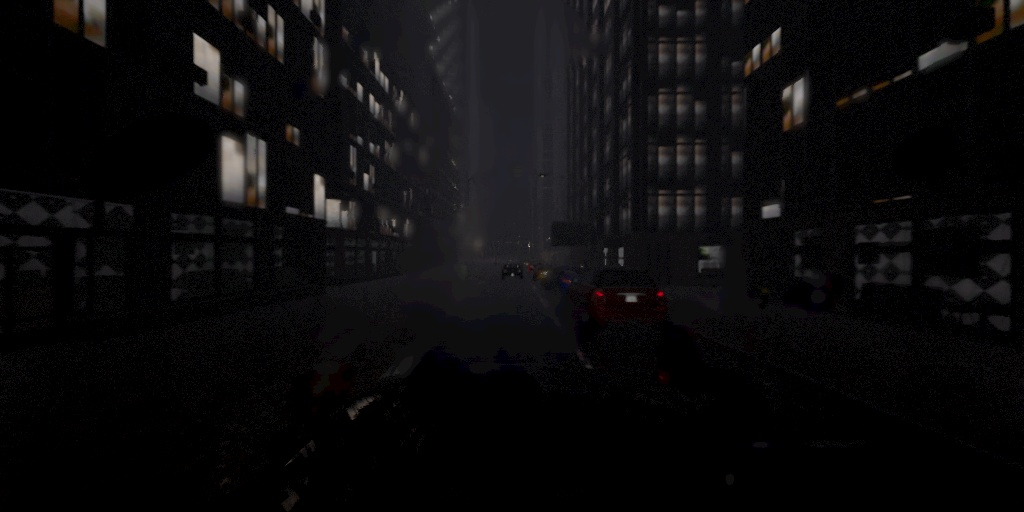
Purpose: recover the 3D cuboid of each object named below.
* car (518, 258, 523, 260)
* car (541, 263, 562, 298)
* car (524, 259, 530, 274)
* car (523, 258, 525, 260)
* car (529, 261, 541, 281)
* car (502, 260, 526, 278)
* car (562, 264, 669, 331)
[{"bbox_3d":[0.082,1.273,45.498,1.895,1.301,4.718,0,0,0],"label":"car"},{"bbox_3d":[2.906,1.248,18.395,1.812,1.442,4.674,0,0,-5],"label":"car"},{"bbox_3d":[2.576,1.229,39.656,1.888,1.381,4.507,0,0,0],"label":"car"},{"bbox_3d":[2.583,1.165,62.032,1.751,1.417,4.829,0,0,0],"label":"car"},{"bbox_3d":[2.573,1.229,28.724,1.751,1.417,4.829,0,0,0],"label":"car"},{"bbox_3d":[0.058,1.297,32.461,1.895,1.301,4.718,0,0,1],"label":"car"},{"bbox_3d":[2.990,1.087,11.104,2.097,1.767,4.553,0,0,0],"label":"car"}]
